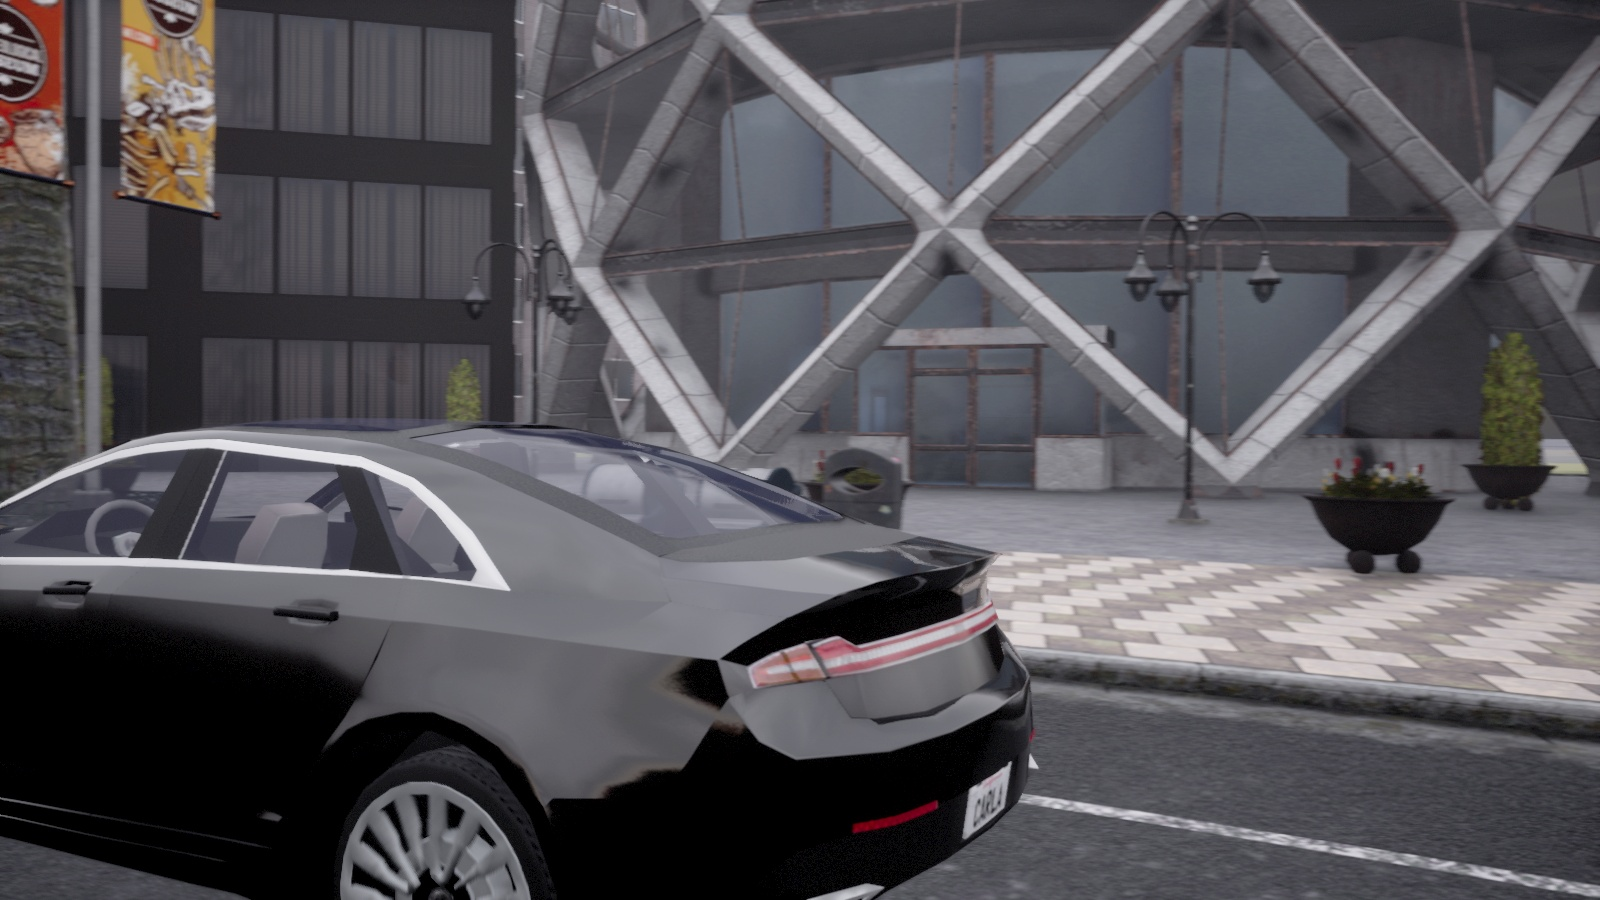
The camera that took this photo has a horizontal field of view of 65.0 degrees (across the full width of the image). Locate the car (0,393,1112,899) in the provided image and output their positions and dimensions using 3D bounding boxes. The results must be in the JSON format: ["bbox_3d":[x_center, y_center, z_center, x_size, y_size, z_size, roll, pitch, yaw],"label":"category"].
[{"bbox_3d":[-1.638,0.639,4.352,4.902,1.511,2.128,0,1,28],"label":"car"}]
